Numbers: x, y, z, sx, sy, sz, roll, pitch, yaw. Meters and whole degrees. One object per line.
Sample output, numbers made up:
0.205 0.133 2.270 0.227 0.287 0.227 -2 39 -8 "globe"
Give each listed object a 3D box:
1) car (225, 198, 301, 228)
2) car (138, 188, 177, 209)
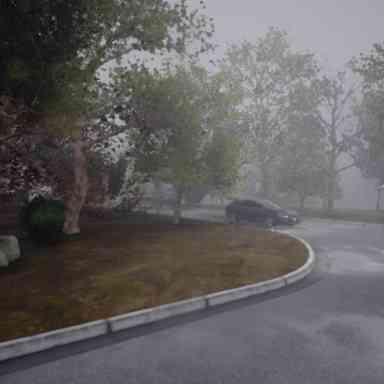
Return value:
4.020 1.153 19.462 1.837 1.490 4.892 1 0 -36 "car"
-3.810 0.648 34.884 5.566 2.045 2.150 2 0 44 "car"
